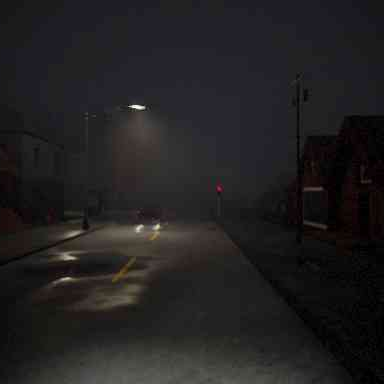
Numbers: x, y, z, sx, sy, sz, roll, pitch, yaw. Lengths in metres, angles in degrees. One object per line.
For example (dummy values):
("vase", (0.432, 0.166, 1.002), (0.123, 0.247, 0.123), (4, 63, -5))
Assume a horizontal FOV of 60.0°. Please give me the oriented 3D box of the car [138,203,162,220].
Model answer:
("car", (-3.998, 1.786, 32.273), (1.882, 1.535, 5.008), (0, -1, 0))
